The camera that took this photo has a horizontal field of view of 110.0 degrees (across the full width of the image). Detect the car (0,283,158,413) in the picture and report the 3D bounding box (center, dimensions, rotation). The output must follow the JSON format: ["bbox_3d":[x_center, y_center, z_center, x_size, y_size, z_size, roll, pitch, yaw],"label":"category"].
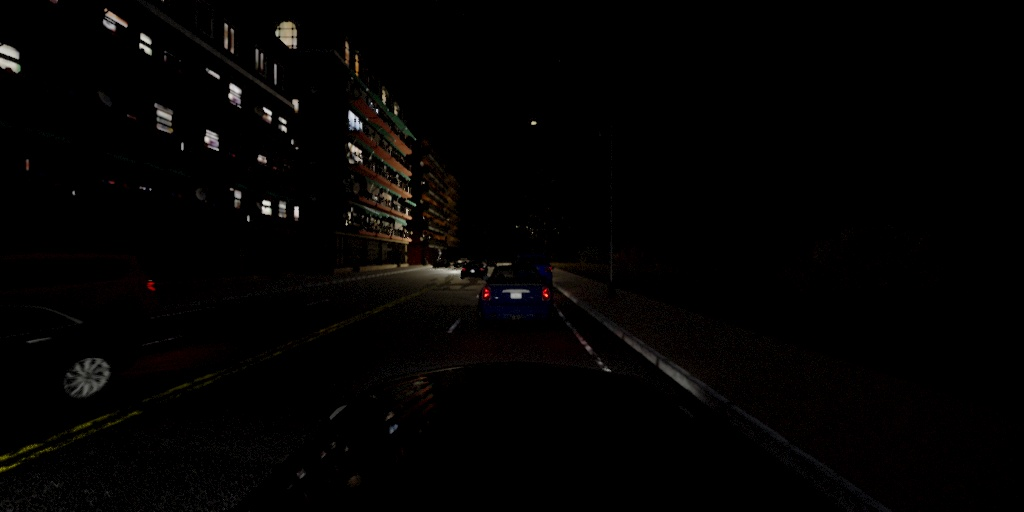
[{"bbox_3d":[-6.599,1.247,3.431,1.837,1.490,4.892,0,0,0],"label":"car"}]

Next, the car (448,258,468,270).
[{"bbox_3d":[-6.527,1.029,47.099,2.128,1.511,4.902,0,0,0],"label":"car"}]

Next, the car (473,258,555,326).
[{"bbox_3d":[0.113,1.057,11.573,2.097,1.767,4.553,0,0,0],"label":"car"}]

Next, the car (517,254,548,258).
[{"bbox_3d":[1.166,0.884,21.614,2.150,2.045,5.566,0,0,0],"label":"car"}]

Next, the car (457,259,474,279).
[{"bbox_3d":[-3.108,1.181,30.356,1.994,1.385,4.181,0,0,0],"label":"car"}]

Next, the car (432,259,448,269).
[{"bbox_3d":[-9.767,1.087,49.997,1.994,1.385,4.181,0,0,0],"label":"car"}]

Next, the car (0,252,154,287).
[{"bbox_3d":[-9.844,0.949,6.502,2.150,2.045,5.566,0,0,0],"label":"car"}]

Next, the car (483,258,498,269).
[{"bbox_3d":[-3.056,1.066,50.926,2.033,1.411,5.357,0,0,-3],"label":"car"}]
